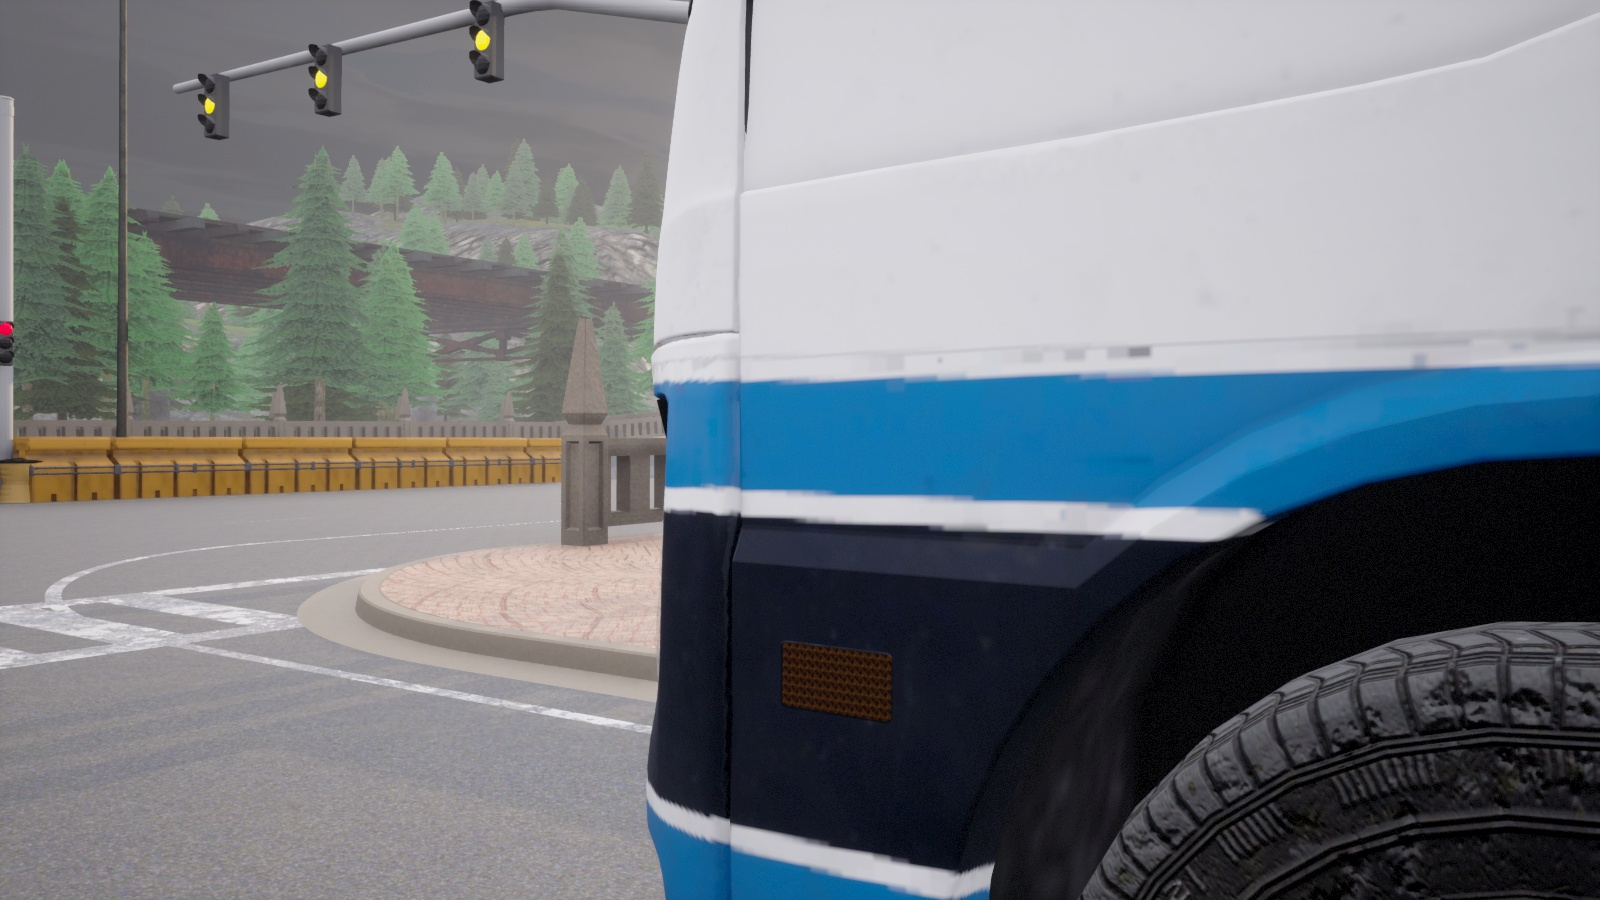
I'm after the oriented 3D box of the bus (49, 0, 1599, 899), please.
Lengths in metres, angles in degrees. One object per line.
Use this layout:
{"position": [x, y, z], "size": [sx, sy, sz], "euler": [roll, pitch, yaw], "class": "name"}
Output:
{"position": [4.151, -0.694, 0.838], "size": [10.273, 4.253, 3.944], "euler": [0, 1, 34], "class": "bus"}
